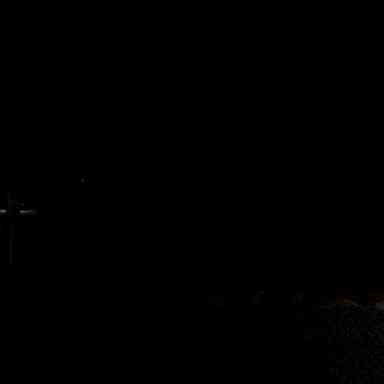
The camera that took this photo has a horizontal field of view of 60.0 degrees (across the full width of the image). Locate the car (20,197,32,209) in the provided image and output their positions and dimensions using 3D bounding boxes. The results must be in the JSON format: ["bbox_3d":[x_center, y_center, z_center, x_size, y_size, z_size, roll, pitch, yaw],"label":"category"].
[{"bbox_3d":[-22.295,1.409,43.285,1.882,1.535,5.008,1,0,-12],"label":"car"}]
